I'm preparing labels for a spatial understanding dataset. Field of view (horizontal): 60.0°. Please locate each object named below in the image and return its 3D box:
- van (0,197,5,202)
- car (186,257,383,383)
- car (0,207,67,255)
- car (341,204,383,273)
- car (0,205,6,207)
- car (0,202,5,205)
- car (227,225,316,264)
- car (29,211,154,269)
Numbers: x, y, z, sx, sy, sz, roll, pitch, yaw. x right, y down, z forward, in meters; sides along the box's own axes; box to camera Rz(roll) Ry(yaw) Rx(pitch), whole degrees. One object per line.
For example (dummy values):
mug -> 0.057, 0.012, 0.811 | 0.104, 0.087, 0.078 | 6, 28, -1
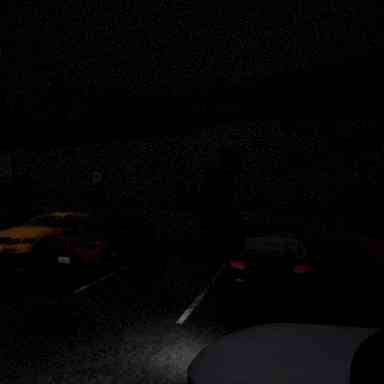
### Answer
van -> -12.630, 1.173, 18.363 | 1.878, 1.987, 4.442 | 1, 0, 16
car -> 2.050, 1.526, 1.916 | 4.674, 1.442, 1.812 | 0, 0, 36
car -> -5.365, 1.460, 13.098 | 1.946, 1.575, 5.366 | 1, 0, 15
car -> 4.404, 1.240, 6.378 | 2.435, 2.045, 5.566 | 0, -1, 15
car -> -7.748, 1.479, 15.042 | 2.163, 1.488, 4.792 | 0, 0, 15
car -> -10.186, 1.464, 16.743 | 2.002, 1.452, 4.674 | 0, 0, 16
car -> 1.966, 1.529, 8.076 | 2.002, 1.452, 4.674 | 0, -1, 15
car -> -2.898, 1.508, 11.516 | 2.163, 1.488, 4.792 | 1, 0, 16
